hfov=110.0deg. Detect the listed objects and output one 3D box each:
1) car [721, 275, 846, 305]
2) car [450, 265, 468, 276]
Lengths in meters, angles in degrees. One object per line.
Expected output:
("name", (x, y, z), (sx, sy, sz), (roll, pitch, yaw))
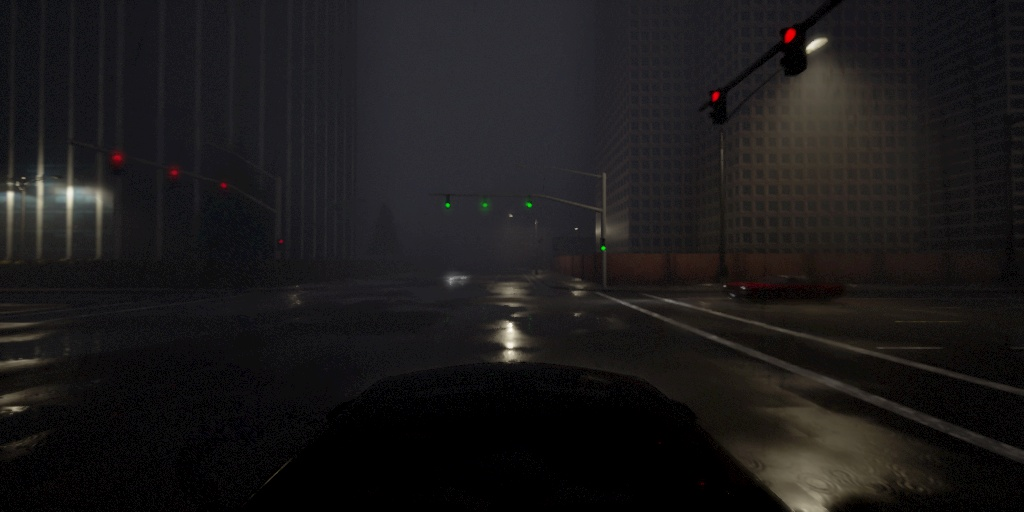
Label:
("car", (12.669, 1.553, 16.979), (4.718, 1.301, 1.895), (0, -1, 0))
("car", (-6.986, 1.898, 47.276), (1.895, 1.301, 4.718), (0, -1, 0))
